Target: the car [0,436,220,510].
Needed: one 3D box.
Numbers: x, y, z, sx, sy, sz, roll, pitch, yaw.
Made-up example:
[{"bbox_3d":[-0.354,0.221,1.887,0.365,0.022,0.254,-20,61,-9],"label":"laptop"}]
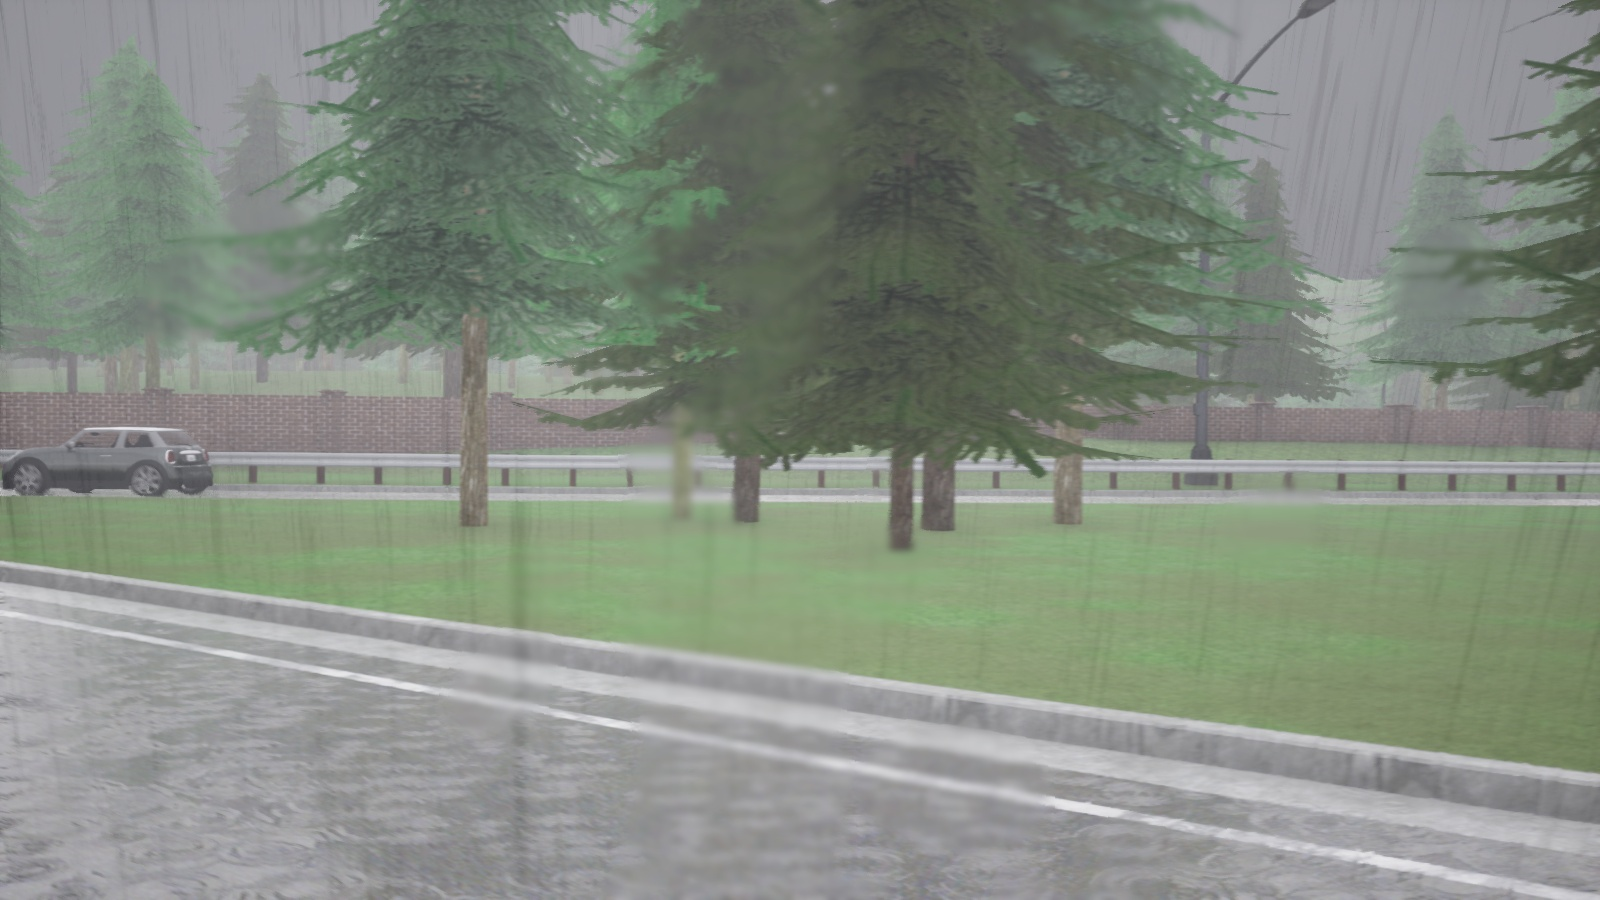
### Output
[{"bbox_3d":[-14.674,0.467,26.655,3.806,1.475,1.970,0,1,4],"label":"car"}]
